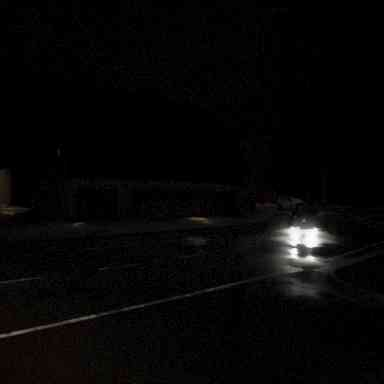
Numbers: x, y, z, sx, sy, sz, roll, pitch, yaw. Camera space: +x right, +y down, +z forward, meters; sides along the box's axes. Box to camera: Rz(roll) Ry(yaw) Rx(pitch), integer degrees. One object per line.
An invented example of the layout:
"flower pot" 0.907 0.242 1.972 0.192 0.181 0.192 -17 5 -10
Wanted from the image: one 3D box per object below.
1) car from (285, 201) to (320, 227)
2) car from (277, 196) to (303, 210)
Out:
"car" 8.573 1.720 25.177 2.128 1.511 4.902 1 0 21
"car" 14.175 1.632 47.004 2.150 2.045 5.566 1 0 -15
